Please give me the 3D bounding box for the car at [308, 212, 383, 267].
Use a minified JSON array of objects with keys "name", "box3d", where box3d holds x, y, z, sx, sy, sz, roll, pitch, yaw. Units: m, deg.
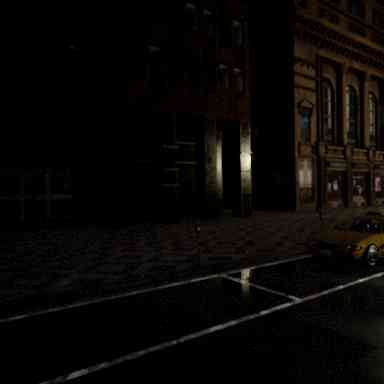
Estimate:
[{"name":"car","box3d":[5.676,1.334,10.621,4.829,1.417,1.752,-1,1,-35]}]
